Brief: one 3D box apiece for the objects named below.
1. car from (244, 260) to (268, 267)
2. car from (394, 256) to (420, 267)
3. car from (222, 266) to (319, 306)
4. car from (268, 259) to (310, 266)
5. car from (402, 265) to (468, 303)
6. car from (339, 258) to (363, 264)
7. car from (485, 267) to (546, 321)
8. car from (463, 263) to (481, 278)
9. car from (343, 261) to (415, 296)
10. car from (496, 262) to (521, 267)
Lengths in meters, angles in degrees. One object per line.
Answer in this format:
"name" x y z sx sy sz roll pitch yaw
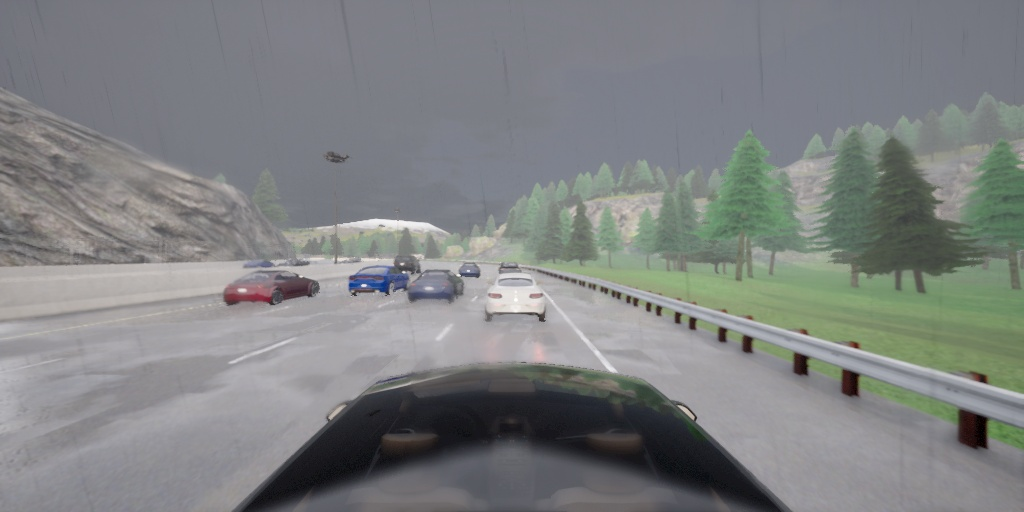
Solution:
"car" -34.003 1.224 48.328 1.882 1.535 5.008 0 0 -9
"car" -11.478 0.971 39.238 2.150 2.045 5.566 0 0 -6
"car" -10.398 1.313 15.847 1.994 1.385 4.181 0 0 0
"car" -26.121 1.238 42.472 2.128 1.511 4.902 0 0 -7
"car" -3.405 1.314 16.741 1.994 1.385 4.181 0 0 0
"car" -24.100 1.239 52.809 2.128 1.511 4.902 0 0 -10
"car" 0.106 1.276 12.348 1.812 1.442 4.674 0 0 0
"car" -4.046 1.314 34.149 1.994 1.385 4.181 0 0 -4
"car" -6.921 1.227 19.180 1.882 1.535 5.008 0 0 0
"car" -0.277 1.242 30.191 2.128 1.511 4.902 0 0 -3
